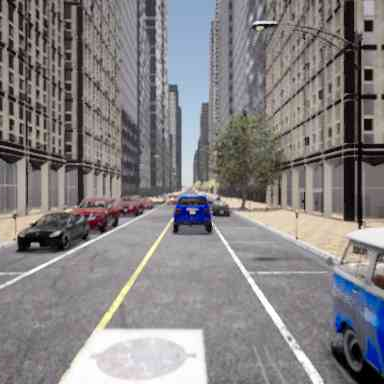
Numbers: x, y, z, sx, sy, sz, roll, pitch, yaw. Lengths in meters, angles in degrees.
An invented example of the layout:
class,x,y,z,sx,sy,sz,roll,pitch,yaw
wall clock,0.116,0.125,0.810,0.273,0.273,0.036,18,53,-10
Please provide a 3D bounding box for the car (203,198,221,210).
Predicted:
class,x,y,z,sx,sy,sz,roll,pitch,yaw
car,2.568,1.471,42.825,2.008,1.369,4.403,0,0,0

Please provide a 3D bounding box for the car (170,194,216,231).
class,x,y,z,sx,sy,sz,roll,pitch,yaw
car,0.033,1.189,20.321,2.150,2.045,5.566,0,0,0

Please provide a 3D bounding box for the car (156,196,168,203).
class,x,y,z,sx,sy,sz,roll,pitch,yaw
car,-5.875,1.452,65.591,1.947,1.339,4.313,0,0,0

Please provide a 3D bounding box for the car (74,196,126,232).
class,x,y,z,sx,sy,sz,roll,pitch,yaw
car,-5.750,1.299,20.014,2.192,1.841,5.009,0,0,0

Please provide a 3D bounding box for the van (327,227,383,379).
class,x,y,z,sx,sy,sz,roll,pitch,yaw
van,2.677,1.330,2.946,1.690,1.788,3.998,0,0,0

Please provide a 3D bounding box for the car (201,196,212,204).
class,x,y,z,sx,sy,sz,roll,pitch,yaw
car,2.521,1.462,59.917,1.802,1.307,4.206,0,0,0

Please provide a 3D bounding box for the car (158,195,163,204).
class,x,y,z,sx,sy,sz,roll,pitch,yaw
car,-5.859,1.427,59.725,1.752,1.417,4.829,0,0,0

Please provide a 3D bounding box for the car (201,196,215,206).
class,x,y,z,sx,sy,sz,roll,pitch,yaw
car,2.536,1.445,54.220,2.008,1.369,4.403,0,0,0

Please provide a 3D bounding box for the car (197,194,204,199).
class,x,y,z,sx,sy,sz,roll,pitch,yaw
car,2.426,1.303,94.270,1.752,1.417,4.829,0,0,0

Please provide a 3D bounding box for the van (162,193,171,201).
class,x,y,z,sx,sy,sz,roll,pitch,yaw
van,-5.908,1.195,76.986,1.690,1.788,3.998,0,0,0

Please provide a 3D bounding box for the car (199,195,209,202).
class,x,y,z,sx,sy,sz,roll,pitch,yaw
car,2.489,1.415,71.311,1.947,1.339,4.313,0,0,0

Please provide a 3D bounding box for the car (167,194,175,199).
class,x,y,z,sx,sy,sz,roll,pitch,yaw
car,-5.954,1.350,94.077,2.008,1.369,4.403,0,0,0

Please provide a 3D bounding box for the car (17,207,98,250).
class,x,y,z,sx,sy,sz,roll,pitch,yaw
car,-5.733,1.560,14.317,1.947,1.339,4.313,0,0,0

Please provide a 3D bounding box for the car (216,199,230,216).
class,x,y,z,sx,sy,sz,roll,pitch,yaw
car,2.600,1.494,31.431,2.008,1.369,4.403,0,0,0

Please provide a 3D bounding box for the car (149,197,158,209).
class,x,y,z,sx,sy,sz,roll,pitch,yaw
car,-5.812,1.523,42.804,1.802,1.307,4.206,0,0,0

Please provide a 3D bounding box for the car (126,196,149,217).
class,x,y,z,sx,sy,sz,roll,pitch,yaw
car,-5.782,1.279,31.408,2.192,1.841,5.009,0,0,0

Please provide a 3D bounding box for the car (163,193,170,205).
class,x,y,z,sx,sy,sz,roll,pitch,yaw
car,-3.156,1.257,55.613,2.097,1.767,4.553,0,0,0

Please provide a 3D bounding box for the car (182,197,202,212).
class,x,y,z,sx,sy,sz,roll,pitch,yaw
car,-0.014,1.427,38.738,2.128,1.511,4.902,0,0,0
